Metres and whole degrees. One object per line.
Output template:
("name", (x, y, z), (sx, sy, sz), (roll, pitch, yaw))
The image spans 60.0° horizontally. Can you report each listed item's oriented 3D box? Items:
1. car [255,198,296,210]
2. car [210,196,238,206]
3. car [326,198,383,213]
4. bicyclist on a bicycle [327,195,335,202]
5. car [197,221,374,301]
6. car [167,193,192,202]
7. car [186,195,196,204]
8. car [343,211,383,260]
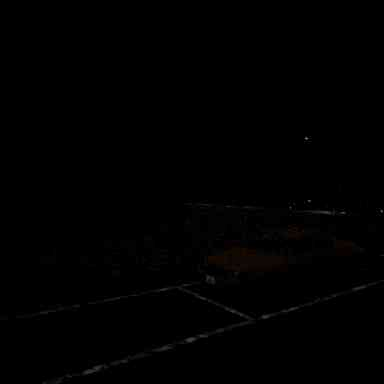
("car", (9.460, 1.367, 37.875), (1.895, 1.301, 4.718), (1, 0, -34))
("car", (4.336, 1.248, 45.367), (1.994, 1.385, 4.181), (1, 0, -34))
("car", (14.700, 1.342, 30.230), (2.128, 1.511, 4.902), (1, 0, -34))
("bicyclist on a bicycle", (16.306, 1.158, 38.926), (1.656, 1.620, 0.582), (0, 0, -34))
("car", (2.372, 1.527, 8.357), (4.829, 1.417, 1.752), (0, 1, -35))
("car", (-2.327, 1.057, 60.717), (2.128, 1.511, 4.902), (1, 0, -34))
("car", (-1.261, 1.193, 53.575), (1.895, 1.301, 4.718), (1, 0, -34))
("car", (7.132, 1.547, 11.662), (4.507, 1.381, 1.887), (0, 1, -35))
